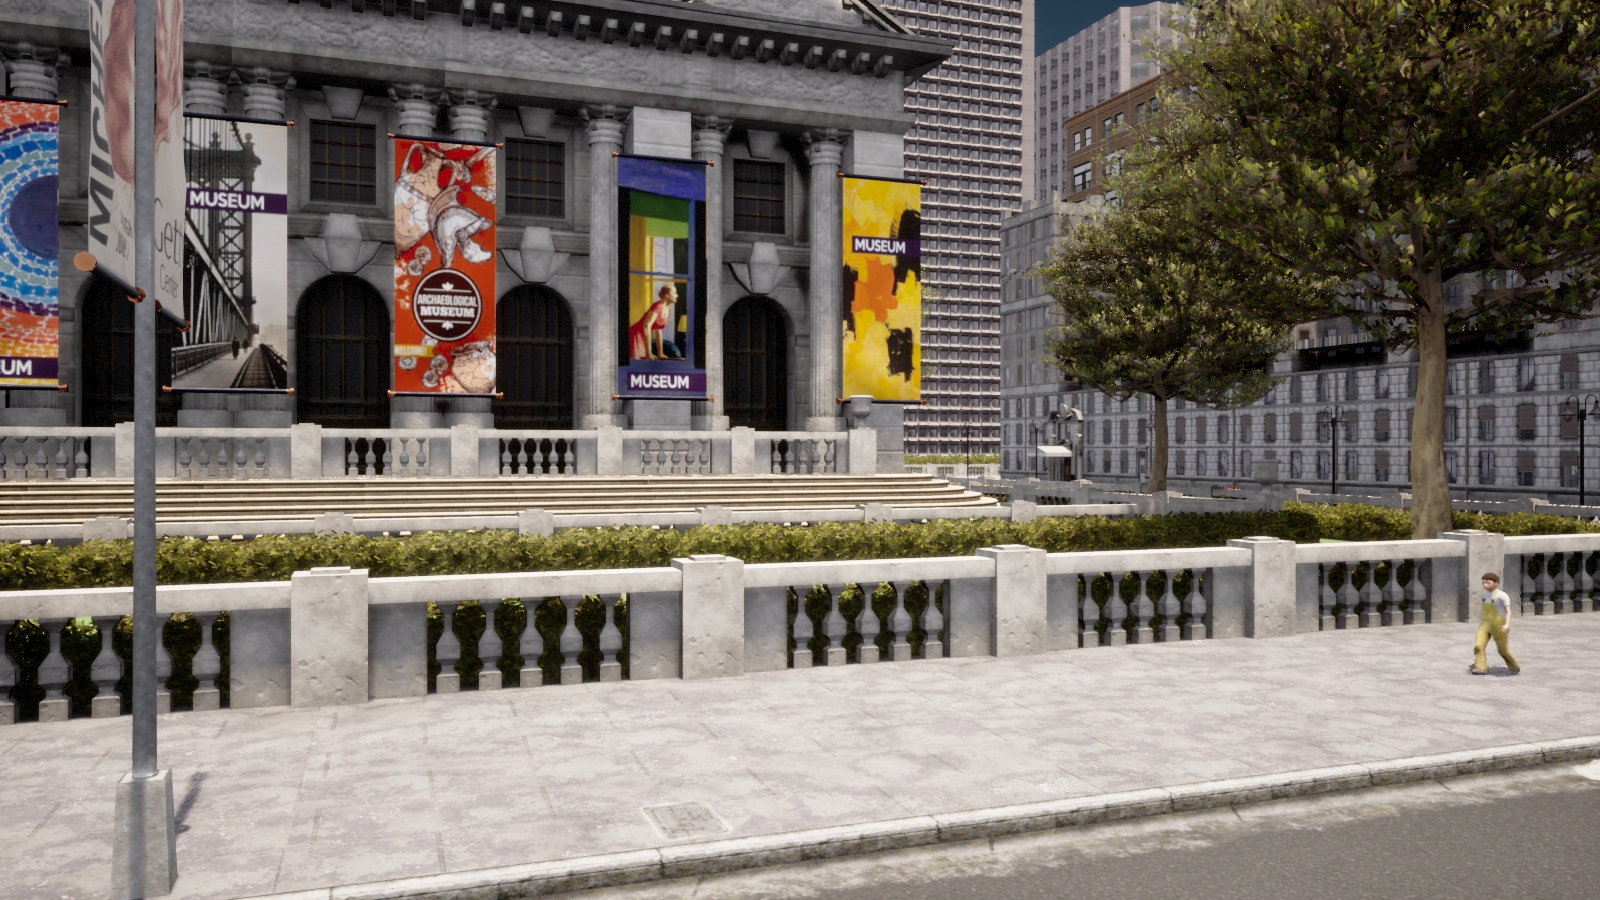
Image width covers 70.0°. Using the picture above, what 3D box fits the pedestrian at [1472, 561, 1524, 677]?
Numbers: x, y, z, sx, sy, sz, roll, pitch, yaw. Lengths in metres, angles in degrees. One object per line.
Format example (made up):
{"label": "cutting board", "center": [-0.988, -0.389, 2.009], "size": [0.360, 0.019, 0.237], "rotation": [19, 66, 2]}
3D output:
{"label": "pedestrian", "center": [8.223, 1.981, 13.463], "size": [0.375, 1.300, 0.375], "rotation": [0, 0, -20]}
